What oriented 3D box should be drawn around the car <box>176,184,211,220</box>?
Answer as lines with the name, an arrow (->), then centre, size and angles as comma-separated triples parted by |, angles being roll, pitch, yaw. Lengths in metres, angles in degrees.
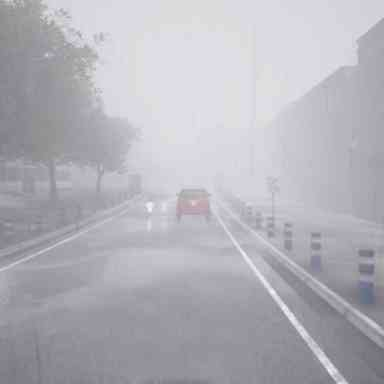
car -> 0.109, 0.664, 22.520 | 2.150, 2.045, 5.566 | 0, 3, 0

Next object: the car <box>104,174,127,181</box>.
car -> -17.264, -3.056, 74.753 | 5.566, 2.045, 2.150 | 2, 3, 22

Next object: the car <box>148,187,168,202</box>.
car -> -3.600, 0.170, 35.753 | 1.812, 1.442, 4.674 | 0, 4, 0

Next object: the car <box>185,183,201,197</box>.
car -> 0.096, -0.342, 42.595 | 1.882, 1.535, 5.008 | 0, 4, 0
